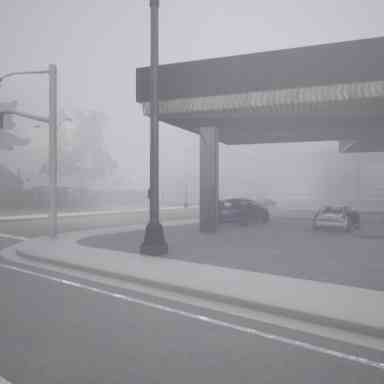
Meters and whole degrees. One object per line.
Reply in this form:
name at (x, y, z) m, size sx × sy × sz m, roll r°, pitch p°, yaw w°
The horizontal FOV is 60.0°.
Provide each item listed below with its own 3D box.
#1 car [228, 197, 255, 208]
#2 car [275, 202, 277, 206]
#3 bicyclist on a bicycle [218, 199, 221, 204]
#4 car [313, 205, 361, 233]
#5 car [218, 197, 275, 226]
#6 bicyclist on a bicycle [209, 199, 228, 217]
car at (7.471, 1.495, 49.853) m, size 1.837 × 1.490 × 4.892 m, roll 0°, pitch 0°, yaw 36°
car at (10.459, 1.539, 48.004) m, size 2.033 × 1.411 × 5.357 m, roll 0°, pitch 0°, yaw 37°
bicyclist on a bicycle at (2.495, 1.380, 29.718) m, size 0.582 × 1.620 × 1.656 m, roll 0°, pitch -9°, yaw -36°
car at (8.451, 1.454, 19.265) m, size 1.970 × 1.475 × 3.806 m, roll 0°, pitch 0°, yaw 37°
car at (3.376, 1.291, 22.064) m, size 2.242 × 1.667 × 4.611 m, roll 0°, pitch 0°, yaw 37°
bicyclist on a bicycle at (2.456, 1.446, 30.454) m, size 1.656 × 1.620 × 0.582 m, roll 0°, pitch 0°, yaw 18°
